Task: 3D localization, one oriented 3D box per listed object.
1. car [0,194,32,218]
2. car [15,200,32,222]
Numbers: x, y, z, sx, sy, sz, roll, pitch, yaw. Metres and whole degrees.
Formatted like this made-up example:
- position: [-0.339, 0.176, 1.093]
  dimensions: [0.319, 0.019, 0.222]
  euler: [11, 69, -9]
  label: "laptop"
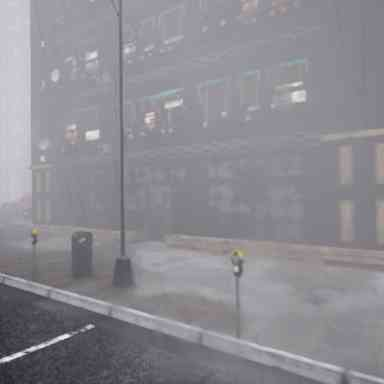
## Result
- position: [-14.126, 1.189, 30.026]
  dimensions: [2.150, 2.045, 5.566]
  euler: [-1, 0, 35]
  label: "car"
- position: [-10.503, 1.488, 25.089]
  dimensions: [1.947, 1.339, 4.313]
  euler: [0, 1, 35]
  label: "car"
